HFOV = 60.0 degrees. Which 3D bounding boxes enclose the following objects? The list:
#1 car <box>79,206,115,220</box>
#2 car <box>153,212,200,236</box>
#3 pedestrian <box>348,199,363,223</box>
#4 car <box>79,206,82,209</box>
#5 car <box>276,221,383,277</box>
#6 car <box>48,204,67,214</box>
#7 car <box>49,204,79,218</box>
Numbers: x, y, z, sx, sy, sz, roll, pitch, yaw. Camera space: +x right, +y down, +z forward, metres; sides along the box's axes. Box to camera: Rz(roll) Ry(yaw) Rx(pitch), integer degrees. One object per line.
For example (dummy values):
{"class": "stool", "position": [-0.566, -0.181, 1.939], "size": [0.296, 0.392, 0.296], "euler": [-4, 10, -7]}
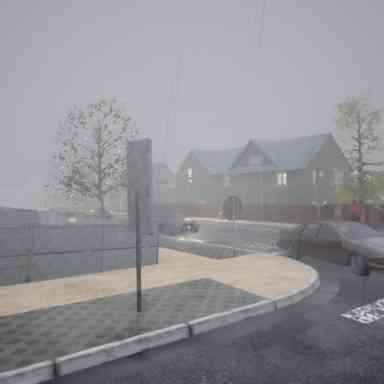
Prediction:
{"class": "car", "position": [-8.928, 2.281, 31.921], "size": [1.994, 1.385, 4.181], "euler": [-1, -1, -35]}
{"class": "car", "position": [-1.332, 1.972, 21.287], "size": [1.994, 1.385, 4.181], "euler": [-1, -1, -36]}
{"class": "pedestrian", "position": [8.557, 1.251, 17.517], "size": [0.375, 1.860, 0.375], "euler": [-3, 2, -36]}
{"class": "car", "position": [-17.051, 2.579, 48.340], "size": [1.882, 1.535, 5.008], "euler": [-1, -1, -35]}
{"class": "car", "position": [4.850, 1.667, 10.919], "size": [2.033, 1.411, 5.357], "euler": [0, -2, -18]}
{"class": "car", "position": [-23.036, 2.824, 56.712], "size": [1.882, 1.535, 5.008], "euler": [-1, -1, -36]}
{"class": "car", "position": [-16.459, 2.531, 42.531], "size": [1.837, 1.490, 4.892], "euler": [-1, -1, -35]}
